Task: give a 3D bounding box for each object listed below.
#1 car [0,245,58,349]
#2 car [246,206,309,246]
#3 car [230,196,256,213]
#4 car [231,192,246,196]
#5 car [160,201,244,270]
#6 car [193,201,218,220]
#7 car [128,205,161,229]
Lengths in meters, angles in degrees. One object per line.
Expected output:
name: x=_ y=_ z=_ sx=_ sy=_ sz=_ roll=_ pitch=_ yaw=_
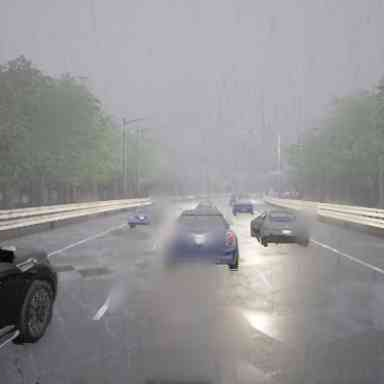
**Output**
car: x=-3.355 y=1.216 z=3.257 sx=2.150 sy=2.045 sz=5.566 roll=0 pitch=0 yaw=1
car: x=3.845 y=1.553 z=15.179 sx=1.994 sy=1.385 sz=4.181 roll=0 pitch=0 yaw=2
car: x=4.949 y=1.453 z=32.764 sx=1.882 sy=1.535 sz=5.008 roll=0 pitch=0 yaw=5
car: x=7.338 y=1.169 z=54.189 sx=2.150 sy=2.045 sz=5.566 roll=0 pitch=0 yaw=8
car: x=0.321 y=1.344 z=11.161 sx=2.097 sy=1.767 sz=4.553 roll=0 pitch=0 yaw=2
car: x=1.270 y=1.542 z=29.157 sx=1.994 sy=1.385 sz=4.181 roll=0 pitch=0 yaw=4
car: x=-2.750 y=1.528 z=21.591 sx=2.033 sy=1.411 sz=5.357 roll=0 pitch=0 yaw=3
